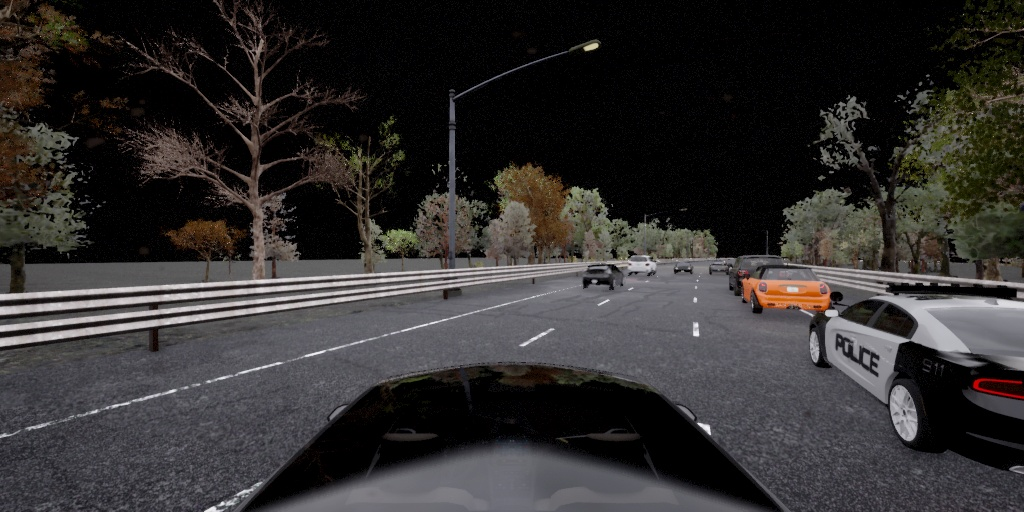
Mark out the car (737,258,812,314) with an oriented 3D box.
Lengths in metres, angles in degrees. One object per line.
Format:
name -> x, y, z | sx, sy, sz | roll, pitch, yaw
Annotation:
car -> 10.006, 1.102, 13.437 | 2.097, 1.767, 4.553 | 0, 0, 27

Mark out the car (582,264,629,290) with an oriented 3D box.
car -> 5.880, 1.254, 22.732 | 1.837, 1.490, 4.892 | 0, -1, 28

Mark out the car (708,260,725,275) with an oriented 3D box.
car -> 22.661, 1.261, 39.254 | 2.128, 1.511, 4.902 | 0, 0, 30

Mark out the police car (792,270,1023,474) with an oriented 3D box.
police car -> 5.634, 1.175, 4.739 | 1.930, 1.638, 5.238 | 0, 0, 26

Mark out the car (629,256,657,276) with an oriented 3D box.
car -> 13.498, 0.985, 36.985 | 2.150, 2.045, 5.566 | 0, 0, 29

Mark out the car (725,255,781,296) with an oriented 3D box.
car -> 12.749, 0.978, 18.756 | 2.150, 2.045, 5.566 | 0, 0, 27

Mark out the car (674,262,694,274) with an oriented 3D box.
car -> 19.534, 1.370, 40.684 | 1.895, 1.301, 4.718 | 0, 0, 29
